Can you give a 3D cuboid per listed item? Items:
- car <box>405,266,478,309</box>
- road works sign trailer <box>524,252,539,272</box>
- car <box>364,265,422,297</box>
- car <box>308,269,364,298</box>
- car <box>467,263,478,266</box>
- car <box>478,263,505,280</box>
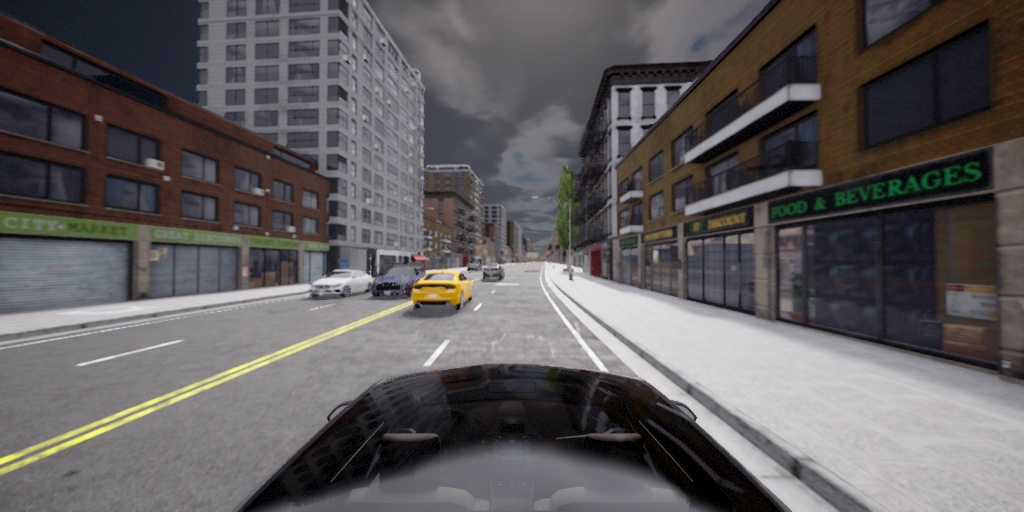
[{"bbox_3d":[-2.903,1.379,15.916,1.882,1.535,5.008,0,-1,2],"label":"car"},{"bbox_3d":[3.662,0.954,63.901,2.380,3.560,2.880,0,0,5],"label":"road works sign trailer"},{"bbox_3d":[-6.194,1.303,20.352,2.097,1.767,4.553,0,-1,2],"label":"car"},{"bbox_3d":[-9.451,1.474,20.305,1.812,1.442,4.674,0,-1,2],"label":"car"},{"bbox_3d":[-6.418,1.956,61.195,1.837,1.490,4.892,0,-1,6],"label":"car"},{"bbox_3d":[-1.832,1.646,36.829,2.128,1.511,4.902,0,-1,4],"label":"car"}]
